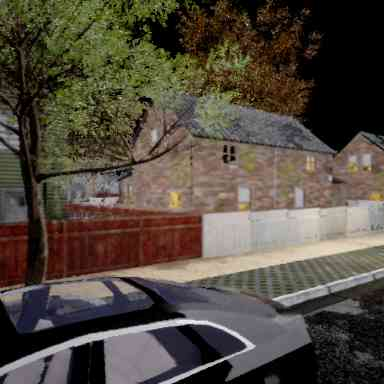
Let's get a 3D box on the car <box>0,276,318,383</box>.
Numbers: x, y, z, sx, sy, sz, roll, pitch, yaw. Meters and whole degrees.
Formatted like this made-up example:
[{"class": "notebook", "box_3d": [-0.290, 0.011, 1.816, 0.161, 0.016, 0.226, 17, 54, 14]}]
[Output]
[{"class": "car", "box_3d": [-1.157, 1.492, 2.236, 4.902, 1.511, 2.128, 0, 0, -35]}]
